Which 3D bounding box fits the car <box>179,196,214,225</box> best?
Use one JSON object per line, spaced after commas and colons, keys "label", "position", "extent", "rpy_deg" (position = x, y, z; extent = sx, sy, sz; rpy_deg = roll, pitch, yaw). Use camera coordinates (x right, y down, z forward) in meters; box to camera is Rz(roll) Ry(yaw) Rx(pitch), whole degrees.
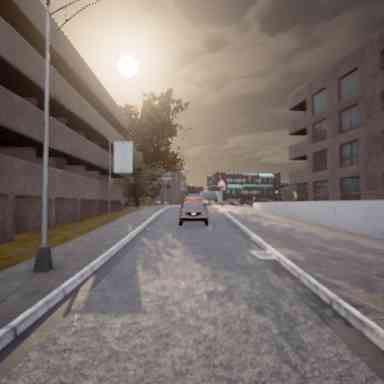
{"label": "car", "position": [0.095, 1.251, 21.608], "extent": [2.033, 1.411, 5.357], "rpy_deg": [0, 1, 0]}

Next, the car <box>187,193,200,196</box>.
{"label": "car", "position": [0.182, 0.954, 39.031], "extent": [2.097, 1.767, 4.553], "rpy_deg": [0, -1, 1]}

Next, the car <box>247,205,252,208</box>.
{"label": "car", "position": [13.640, 3.907, 87.427], "extent": [1.946, 1.575, 5.366], "rpy_deg": [7, -4, -30]}

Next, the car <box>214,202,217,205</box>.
{"label": "car", "position": [4.838, 2.935, 85.677], "extent": [2.185, 1.767, 4.553], "rpy_deg": [5, -4, -31]}

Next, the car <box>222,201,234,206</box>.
{"label": "car", "position": [7.810, 3.190, 86.174], "extent": [2.185, 1.767, 4.553], "rpy_deg": [7, -4, -31]}

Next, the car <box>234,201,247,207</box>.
{"label": "car", "position": [10.807, 3.362, 86.732], "extent": [2.435, 2.045, 5.566], "rpy_deg": [8, -5, -30]}

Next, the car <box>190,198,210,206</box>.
{"label": "car", "position": [1.958, 2.637, 85.089], "extent": [2.435, 2.045, 5.566], "rpy_deg": [2, -3, -30]}
